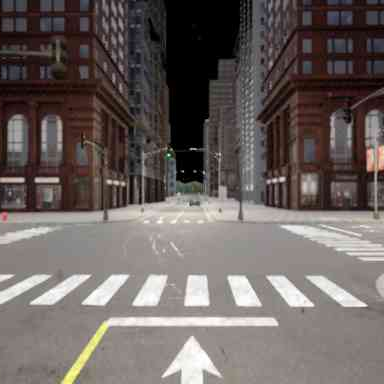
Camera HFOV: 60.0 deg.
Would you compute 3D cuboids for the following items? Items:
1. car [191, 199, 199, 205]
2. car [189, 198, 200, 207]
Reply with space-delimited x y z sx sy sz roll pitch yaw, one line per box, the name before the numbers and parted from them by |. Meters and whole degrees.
car | 0.724 2.186 76.189 1.895 1.301 4.718 0 -1 1
car | 0.557 2.008 66.126 2.097 1.767 4.553 0 -1 1
